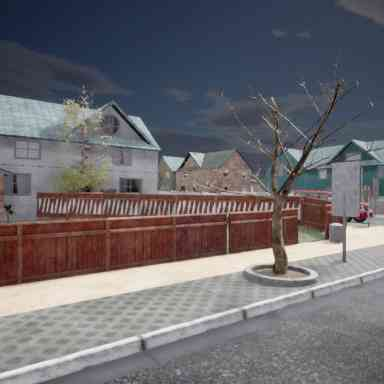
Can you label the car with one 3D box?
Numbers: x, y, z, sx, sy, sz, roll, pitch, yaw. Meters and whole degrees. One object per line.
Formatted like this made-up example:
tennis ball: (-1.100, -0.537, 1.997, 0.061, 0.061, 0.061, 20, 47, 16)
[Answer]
car: (9.388, 0.942, 22.997, 2.150, 2.045, 5.566, 1, 1, -36)
